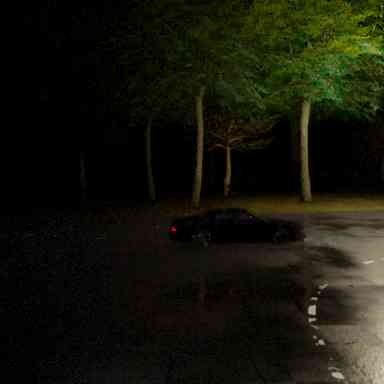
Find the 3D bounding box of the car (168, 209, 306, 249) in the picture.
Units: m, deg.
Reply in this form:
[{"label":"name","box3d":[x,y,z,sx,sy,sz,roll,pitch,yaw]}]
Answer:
[{"label":"car","box3d":[1.727,1.405,13.565,5.357,1.411,2.033,-1,2,-1]}]
